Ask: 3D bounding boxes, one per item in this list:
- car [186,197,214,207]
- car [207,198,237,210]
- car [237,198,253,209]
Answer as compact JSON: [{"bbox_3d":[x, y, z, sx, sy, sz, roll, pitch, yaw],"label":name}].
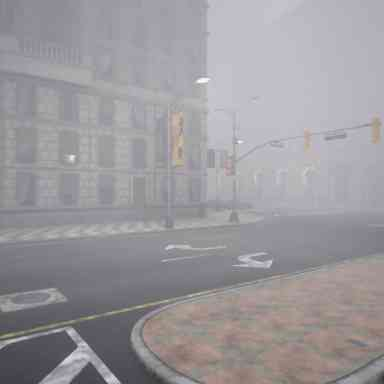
[{"bbox_3d":[1.135,1.504,51.971,1.837,1.490,4.892,0,0,-35],"label":"car"},{"bbox_3d":[3.282,1.564,42.907,1.994,1.385,4.181,0,0,-36],"label":"car"},{"bbox_3d":[6.224,1.564,44.813,1.994,1.385,4.181,0,0,-36],"label":"car"}]
